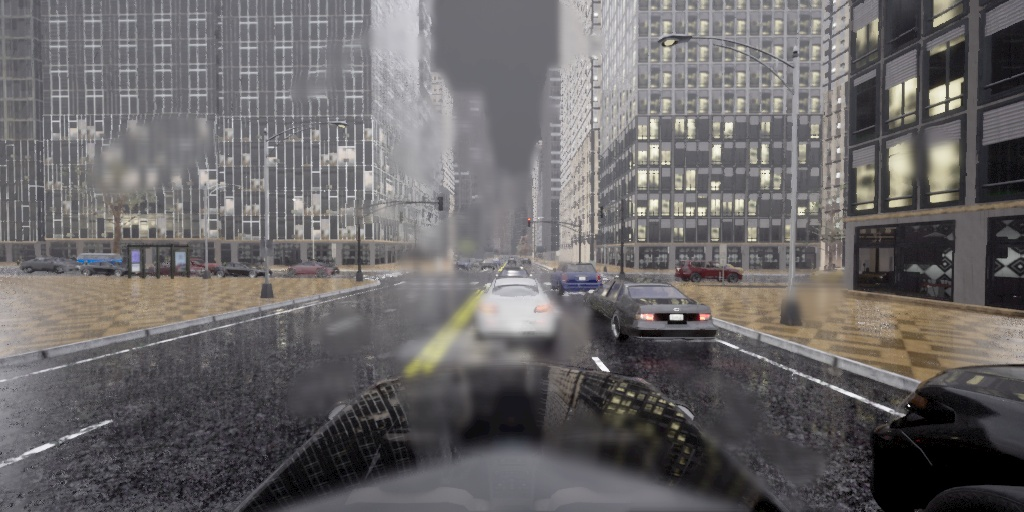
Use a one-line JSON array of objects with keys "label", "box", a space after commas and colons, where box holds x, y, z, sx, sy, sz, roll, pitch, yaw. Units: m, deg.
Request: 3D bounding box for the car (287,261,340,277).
[{"label": "car", "box": [-18.169, 1.169, 32.939, 4.181, 1.385, 1.994, 0, 1, 1]}]

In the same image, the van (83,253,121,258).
[{"label": "van", "box": [-45.281, 0.605, 39.271, 3.998, 1.789, 1.690, 0, 0, 1]}]

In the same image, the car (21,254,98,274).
[{"label": "car", "box": [-42.506, 0.875, 33.423, 4.902, 1.511, 2.128, 1, 1, 1]}]

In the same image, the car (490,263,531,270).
[{"label": "car", "box": [0.102, 1.288, 18.933, 2.033, 1.411, 5.357, 0, 0, 0]}]

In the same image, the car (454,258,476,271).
[{"label": "car", "box": [-6.616, 1.068, 49.285, 2.097, 1.767, 4.553, 0, 0, 1]}]

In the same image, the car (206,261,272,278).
[{"label": "car", "box": [-22.727, 1.174, 30.301, 4.313, 1.339, 1.948, 0, 0, 1]}]

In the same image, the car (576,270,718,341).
[{"label": "car", "box": [3.353, 1.293, 9.829, 2.033, 1.411, 5.357, 0, 0, 0]}]

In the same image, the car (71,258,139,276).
[{"label": "car", "box": [-34.091, 1.069, 30.609, 4.313, 1.339, 1.948, 0, 0, 1]}]

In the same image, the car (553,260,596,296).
[{"label": "car", "box": [3.353, 1.093, 19.215, 2.097, 1.767, 4.553, 0, 0, 0]}]

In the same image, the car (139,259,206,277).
[{"label": "car", "box": [-28.411, 1.138, 30.435, 4.207, 1.307, 1.802, 0, 0, 1]}]

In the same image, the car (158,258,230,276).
[{"label": "car", "box": [-29.285, 0.982, 33.143, 5.008, 1.535, 1.882, 0, 1, 1]}]

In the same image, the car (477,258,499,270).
[{"label": "car", "box": [-3.334, 1.262, 51.269, 2.033, 1.411, 5.357, 0, 0, 0]}]

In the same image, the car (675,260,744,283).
[{"label": "car", "box": [16.198, 1.269, 29.767, 5.009, 1.841, 2.192, 0, 0, 1]}]

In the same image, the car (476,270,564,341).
[{"label": "car", "box": [0.100, 1.272, 9.688, 1.812, 1.442, 4.674, 0, 0, 0]}]

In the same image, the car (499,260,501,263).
[{"label": "car", "box": [-3.317, 1.304, 61.030, 1.895, 1.301, 4.718, 0, 0, 0]}]

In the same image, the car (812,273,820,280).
[{"label": "car", "box": [27.647, 1.579, 29.569, 4.829, 1.417, 1.751, 0, 0, 1]}]
